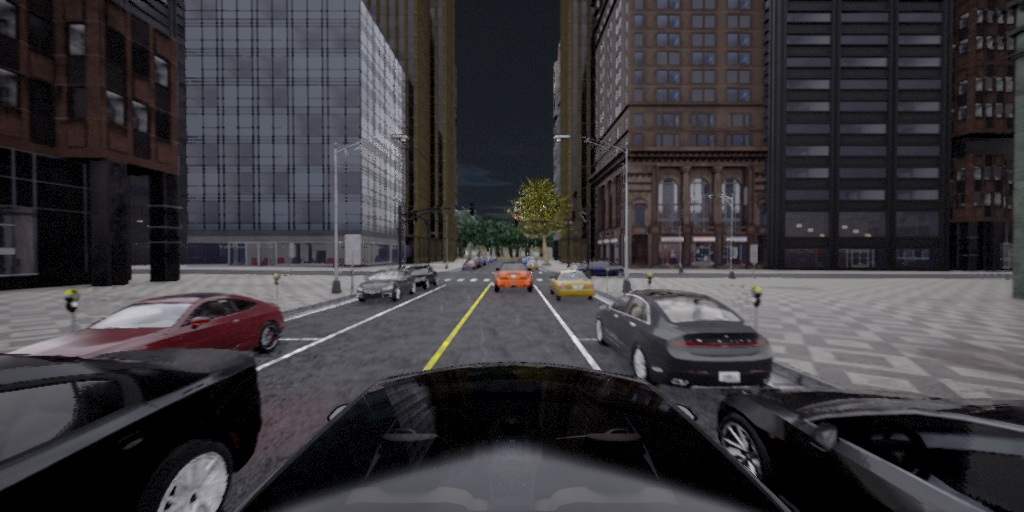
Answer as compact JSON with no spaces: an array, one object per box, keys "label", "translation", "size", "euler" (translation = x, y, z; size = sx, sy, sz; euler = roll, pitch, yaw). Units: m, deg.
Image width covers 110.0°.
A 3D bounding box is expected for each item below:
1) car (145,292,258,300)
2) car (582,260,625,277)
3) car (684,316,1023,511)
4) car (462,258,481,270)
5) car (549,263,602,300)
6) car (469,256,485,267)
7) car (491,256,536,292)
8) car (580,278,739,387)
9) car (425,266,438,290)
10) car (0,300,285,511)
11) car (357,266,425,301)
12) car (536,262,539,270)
[{"label":"car","translation":[-5.763,1.332,6.204],"size":[1.802,1.307,4.207],"euler":[0,0,0]},{"label":"car","translation":[8.481,1.133,33.700],"size":[4.553,1.767,2.097],"euler":[0,1,-7]},{"label":"car","translation":[2.764,1.314,1.528],"size":[1.948,1.339,4.313],"euler":[0,0,0]},{"label":"car","translation":[-5.773,1.237,49.311],"size":[1.802,1.307,4.207],"euler":[0,0,0]},{"label":"car","translation":[2.760,1.253,17.307],"size":[1.751,1.417,4.829],"euler":[0,0,0]},{"label":"car","translation":[-5.774,0.950,54.991],"size":[2.192,1.841,5.009],"euler":[0,0,0]},{"label":"car","translation":[0.087,1.074,21.226],"size":[2.097,1.767,4.553],"euler":[0,0,0]},{"label":"car","translation":[2.763,1.293,6.731],"size":[2.007,1.370,4.403],"euler":[0,0,0]},{"label":"car","translation":[-5.766,1.290,22.339],"size":[1.948,1.339,4.313],"euler":[0,0,0]},{"label":"car","translation":[-3.096,1.231,1.011],"size":[1.882,1.535,5.008],"euler":[0,0,0]},{"label":"car","translation":[-5.765,1.285,16.960],"size":[2.007,1.370,4.403],"euler":[0,0,0]},{"label":"car","translation":[2.753,1.173,49.491],"size":[1.751,1.417,4.829],"euler":[0,0,0]}]
